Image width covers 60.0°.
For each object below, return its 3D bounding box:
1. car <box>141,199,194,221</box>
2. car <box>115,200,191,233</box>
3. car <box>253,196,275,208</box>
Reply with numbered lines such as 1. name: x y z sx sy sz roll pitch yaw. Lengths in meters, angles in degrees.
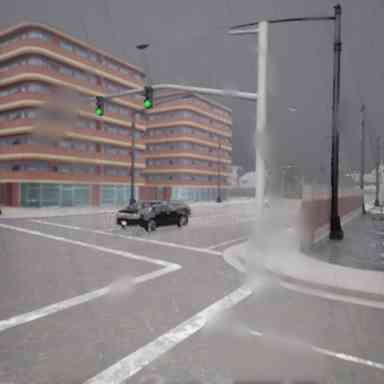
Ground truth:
1. car: -1.776 1.316 25.636 1.994 1.385 4.181 1 1 32
2. car: -2.049 1.306 18.332 2.128 1.511 4.902 1 1 32
3. car: 9.695 1.306 44.212 1.812 1.442 4.674 1 1 32
